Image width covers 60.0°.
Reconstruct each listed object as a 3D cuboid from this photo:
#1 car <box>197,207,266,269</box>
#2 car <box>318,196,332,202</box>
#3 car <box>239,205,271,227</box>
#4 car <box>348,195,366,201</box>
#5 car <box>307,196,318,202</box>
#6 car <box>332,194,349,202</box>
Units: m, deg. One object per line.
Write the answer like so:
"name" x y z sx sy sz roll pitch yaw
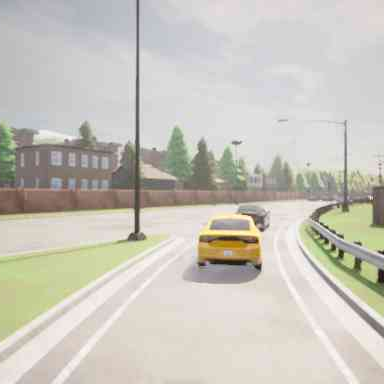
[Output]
"car" 1.369 1.504 11.369 1.882 1.535 5.008 0 0 9
"car" 34.783 1.786 85.471 2.033 1.411 5.357 0 0 35
"car" 3.760 1.556 20.891 1.837 1.490 4.892 0 0 19
"car" 40.489 1.790 81.416 2.033 1.411 5.357 0 0 35
"car" 31.930 1.785 87.498 2.033 1.411 5.357 0 0 35
"car" 37.654 1.474 83.468 2.150 2.045 5.566 0 0 35
